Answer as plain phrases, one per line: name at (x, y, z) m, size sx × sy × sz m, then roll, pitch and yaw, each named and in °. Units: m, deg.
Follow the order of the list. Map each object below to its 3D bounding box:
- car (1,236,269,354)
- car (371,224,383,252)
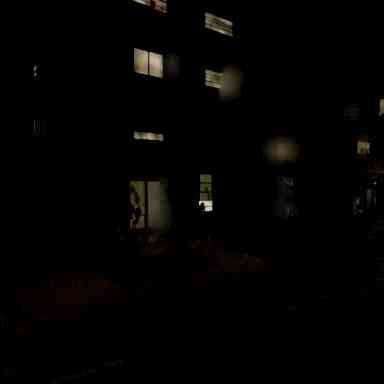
car at (-0.686, 1.525, 6.068) m, size 4.829 × 1.417 × 1.752 m, roll 0°, pitch 0°, yaw -35°
car at (8.461, 1.550, 12.566) m, size 4.403 × 1.369 × 2.008 m, roll 0°, pitch 0°, yaw -35°
